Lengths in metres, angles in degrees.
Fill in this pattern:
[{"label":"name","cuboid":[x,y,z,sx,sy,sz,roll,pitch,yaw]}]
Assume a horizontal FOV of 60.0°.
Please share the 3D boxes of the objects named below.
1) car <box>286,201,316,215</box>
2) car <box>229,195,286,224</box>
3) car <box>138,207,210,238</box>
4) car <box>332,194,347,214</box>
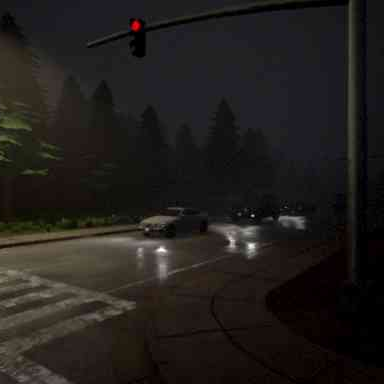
[{"label":"car","cuboid":[11.120,1.619,34.099,1.895,1.301,4.718,0,0,37]},{"label":"car","cuboid":[5.038,1.239,25.917,2.150,2.045,5.566,0,0,37]},{"label":"car","cuboid":[-0.802,1.544,18.023,1.812,1.442,4.674,0,0,37]},{"label":"car","cuboid":[16.593,1.242,35.332,2.150,2.045,5.566,0,0,38]}]
